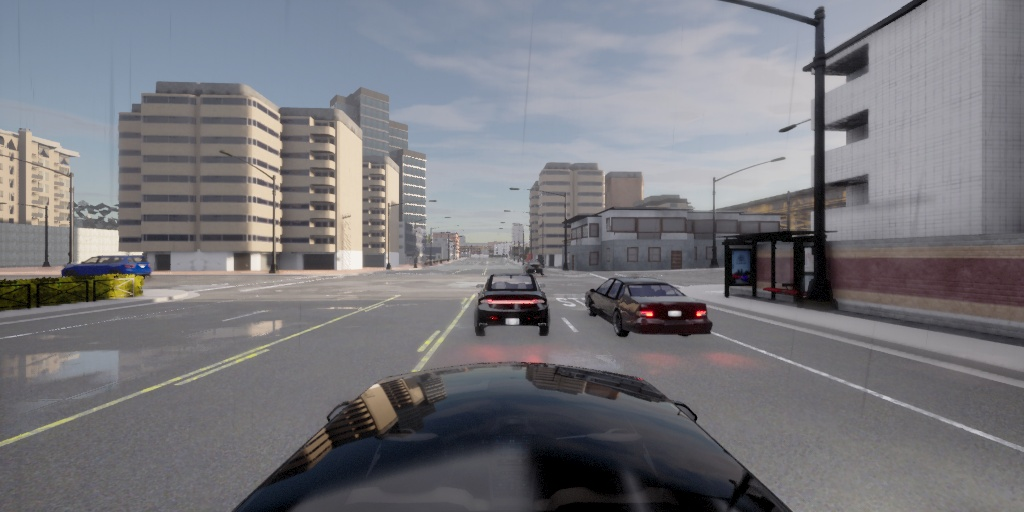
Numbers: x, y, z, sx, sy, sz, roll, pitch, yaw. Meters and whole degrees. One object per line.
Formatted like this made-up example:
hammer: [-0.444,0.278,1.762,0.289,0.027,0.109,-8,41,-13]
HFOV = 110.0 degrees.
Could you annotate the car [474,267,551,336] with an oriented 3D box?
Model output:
car: [-0.020,1.242,10.379,2.128,1.511,4.902,0,0,-1]

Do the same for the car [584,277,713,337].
car: [3.487,1.297,10.291,2.033,1.411,5.357,0,0,-1]

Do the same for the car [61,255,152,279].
car: [-32.921,0.970,29.238,5.566,2.045,2.150,0,0,-3]

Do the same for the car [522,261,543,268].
car: [2.207,1.297,39.202,1.837,1.490,4.892,0,0,-4]
